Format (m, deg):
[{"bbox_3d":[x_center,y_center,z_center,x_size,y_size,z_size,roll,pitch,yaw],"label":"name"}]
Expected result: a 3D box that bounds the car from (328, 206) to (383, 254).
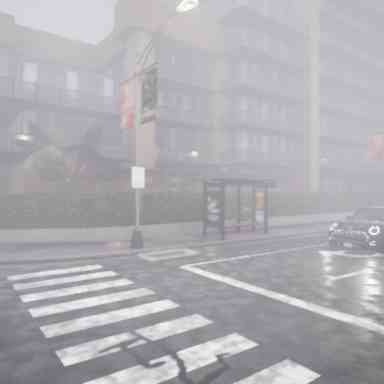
[{"bbox_3d":[7.638,1.387,13.669,4.553,1.767,2.097,0,0,-35],"label":"car"}]
